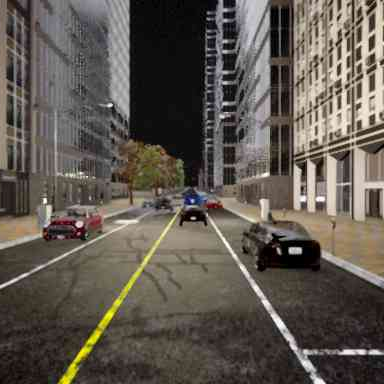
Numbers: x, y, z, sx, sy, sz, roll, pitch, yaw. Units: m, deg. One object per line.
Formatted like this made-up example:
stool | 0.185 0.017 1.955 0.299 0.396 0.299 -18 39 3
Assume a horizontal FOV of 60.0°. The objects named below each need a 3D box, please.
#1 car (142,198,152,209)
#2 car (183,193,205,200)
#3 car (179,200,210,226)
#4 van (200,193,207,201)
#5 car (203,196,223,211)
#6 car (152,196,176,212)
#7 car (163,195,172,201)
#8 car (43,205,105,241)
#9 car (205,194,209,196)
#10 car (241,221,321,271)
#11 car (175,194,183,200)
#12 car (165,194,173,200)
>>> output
car | -5.714 1.524 44.898 2.008 1.369 4.403 0 0 0
car | 0.080 1.198 40.482 2.150 2.045 5.566 0 0 0
car | 0.085 1.513 23.323 1.812 1.442 4.674 0 0 0
van | 2.735 1.207 79.104 1.690 1.788 3.998 0 0 0
car | 2.670 1.522 39.204 1.887 1.381 4.507 0 0 0
car | -3.112 1.484 37.858 1.837 1.490 4.892 0 0 0
car | -5.809 1.431 79.099 1.947 1.339 4.313 0 0 0
car | -5.699 1.431 16.408 1.967 1.590 4.097 0 0 0
car | 2.662 1.509 56.303 2.008 1.369 4.403 0 0 0
car | 2.684 1.561 10.715 1.947 1.339 4.313 0 0 0
car | -3.040 1.076 78.940 1.895 1.301 4.718 0 0 0
car | -5.861 1.353 86.333 1.752 1.417 4.829 0 0 0
